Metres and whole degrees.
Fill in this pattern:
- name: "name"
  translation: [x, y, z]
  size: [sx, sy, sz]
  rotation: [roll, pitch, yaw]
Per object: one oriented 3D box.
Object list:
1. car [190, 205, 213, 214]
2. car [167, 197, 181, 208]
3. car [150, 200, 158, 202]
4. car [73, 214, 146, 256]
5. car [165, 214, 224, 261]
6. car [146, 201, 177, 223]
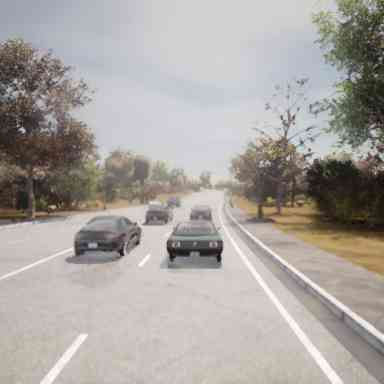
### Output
- name: "car"
  translation: [0.815, 1.832, 28.396]
  size: [1.812, 1.442, 4.674]
  rotation: [0, 0, 4]
- name: "car"
  translation: [-3.434, 1.909, 63.315]
  size: [2.150, 2.045, 5.566]
  rotation: [0, -1, 6]
- name: "car"
  translation: [-7.056, 2.197, 62.300]
  size: [1.812, 1.442, 4.674]
  rotation: [0, -1, 6]
- name: "car"
  translation: [-3.304, 1.674, 13.641]
  size: [1.812, 1.442, 4.674]
  rotation: [0, 0, 2]
- name: "car"
  translation: [0.167, 1.742, 12.916]
  size: [1.895, 1.301, 4.718]
  rotation: [0, -1, 2]
- name: "car"
  translation: [-2.708, 1.812, 28.199]
  size: [1.837, 1.490, 4.892]
  rotation: [0, 0, 4]
